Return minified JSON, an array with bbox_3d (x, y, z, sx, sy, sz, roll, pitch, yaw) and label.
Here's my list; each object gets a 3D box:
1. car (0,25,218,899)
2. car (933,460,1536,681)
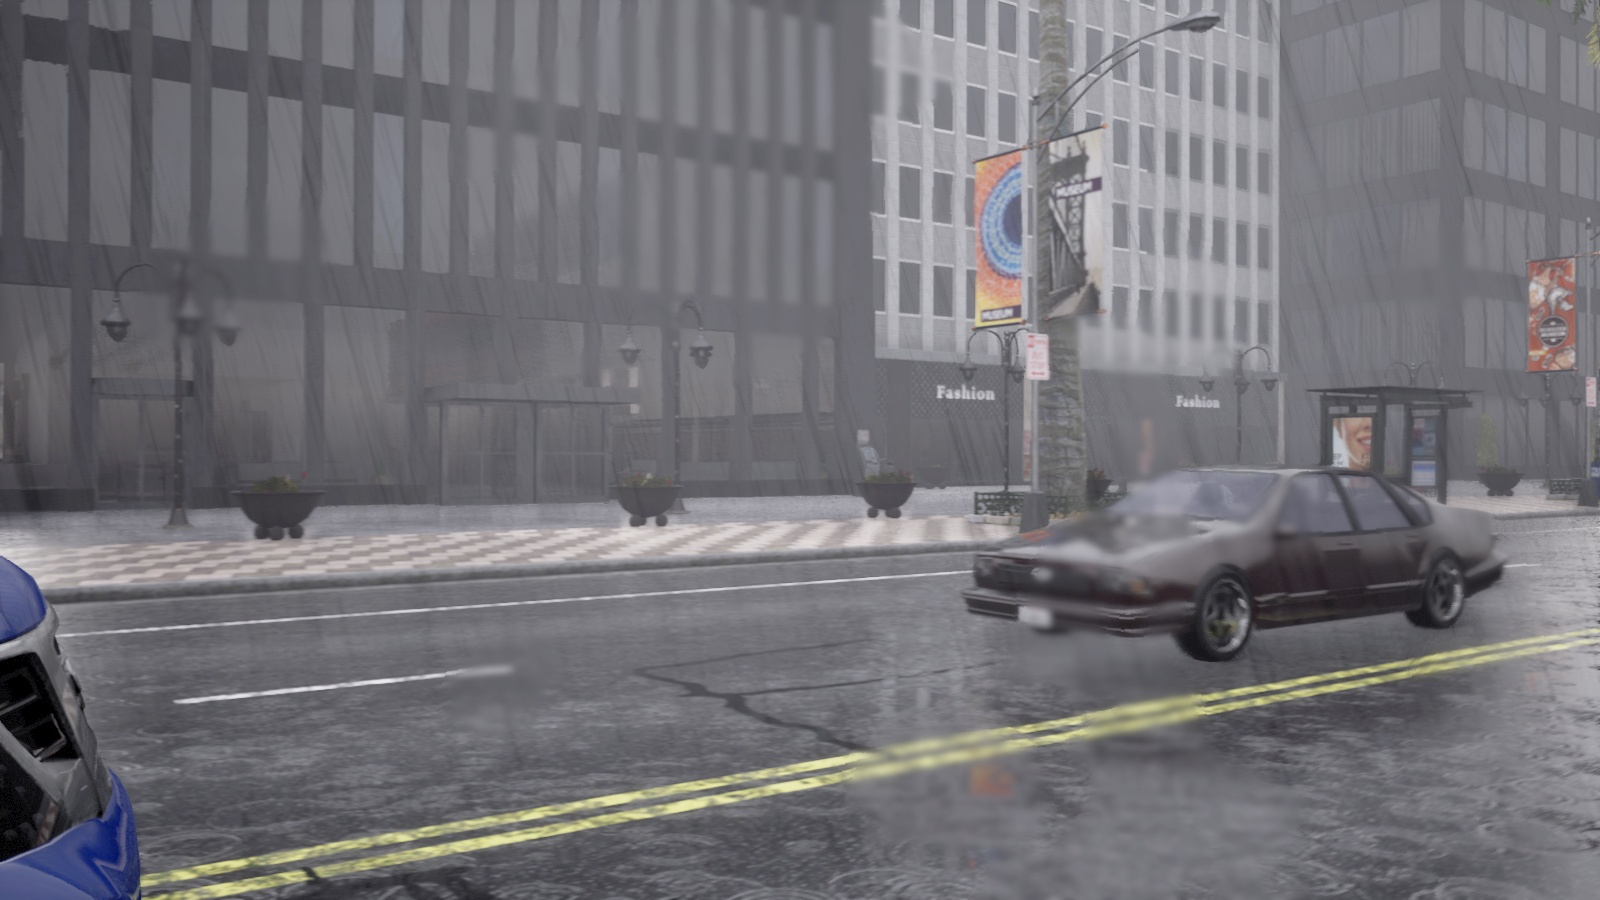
[{"bbox_3d":[-3.722,0.474,1.070,5.566,2.045,2.150,0,0,-35],"label":"car"},{"bbox_3d":[3.828,0.810,10.587,5.357,1.411,2.033,0,0,-35],"label":"car"}]
